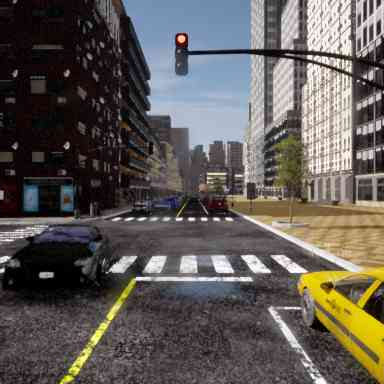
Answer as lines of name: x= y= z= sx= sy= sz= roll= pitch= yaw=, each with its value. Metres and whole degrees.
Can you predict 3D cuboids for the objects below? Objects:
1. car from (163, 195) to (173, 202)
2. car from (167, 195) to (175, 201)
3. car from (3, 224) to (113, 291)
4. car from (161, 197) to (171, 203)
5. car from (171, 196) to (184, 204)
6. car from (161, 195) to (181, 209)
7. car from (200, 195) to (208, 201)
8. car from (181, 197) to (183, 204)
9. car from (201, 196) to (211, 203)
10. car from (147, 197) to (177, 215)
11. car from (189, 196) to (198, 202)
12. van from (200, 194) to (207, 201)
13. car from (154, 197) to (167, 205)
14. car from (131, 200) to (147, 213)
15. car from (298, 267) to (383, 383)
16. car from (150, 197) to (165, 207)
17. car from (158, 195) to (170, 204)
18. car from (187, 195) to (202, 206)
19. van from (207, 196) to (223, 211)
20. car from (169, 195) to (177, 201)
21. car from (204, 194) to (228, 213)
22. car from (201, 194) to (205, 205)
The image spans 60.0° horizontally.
car: x=-5.376 y=1.507 z=75.117 sx=1.967 sy=1.590 sz=4.097 roll=0 pitch=0 yaw=0
car: x=-5.329 y=1.613 z=86.000 sx=1.752 sy=1.417 sz=4.829 roll=0 pitch=0 yaw=0
car: x=-3.289 y=1.572 z=8.943 sx=1.994 sy=1.385 sz=4.181 roll=0 pitch=-1 yaw=-7
car: x=-5.399 y=1.639 z=69.591 sx=1.802 sy=1.307 sz=4.206 roll=0 pitch=0 yaw=0
car: x=-2.729 y=1.540 z=63.999 sx=2.128 sy=1.511 sz=4.902 roll=0 pitch=0 yaw=0
car: x=-2.901 y=1.497 z=43.941 sx=1.882 sy=1.535 sz=5.008 roll=0 pitch=0 yaw=0
car: x=3.053 y=1.614 z=86.304 sx=1.752 sy=1.417 sz=4.829 roll=0 pitch=0 yaw=0
car: x=-2.841 y=1.536 z=53.754 sx=1.837 sy=1.490 sz=4.892 roll=0 pitch=0 yaw=1
car: x=2.981 y=1.602 z=69.555 sx=1.887 sy=1.381 sz=4.507 roll=0 pitch=0 yaw=0
car: x=-2.953 y=1.558 z=34.122 sx=2.033 sy=1.411 sz=5.357 roll=0 pitch=0 yaw=0
car: x=0.324 y=1.621 z=75.777 sx=1.994 sy=1.385 sz=4.181 roll=0 pitch=0 yaw=0
van: x=3.074 y=1.441 z=91.660 sx=1.690 sy=1.788 sz=3.998 roll=0 pitch=0 yaw=0
car: x=-5.446 y=1.584 z=58.536 sx=1.887 sy=1.381 sz=4.507 roll=0 pitch=0 yaw=0
car: x=-5.539 y=1.563 z=36.431 sx=2.008 sy=1.369 sz=4.403 roll=0 pitch=0 yaw=0
car: x=2.703 y=1.525 z=4.153 sx=1.752 sy=1.417 sz=4.829 roll=0 pitch=0 yaw=0
car: x=-5.469 y=1.581 z=53.010 sx=2.008 sy=1.369 sz=4.403 roll=0 pitch=0 yaw=0
car: x=-5.423 y=1.488 z=64.064 sx=1.967 sy=1.590 sz=4.097 roll=0 pitch=0 yaw=0
car: x=0.332 y=1.540 z=54.764 sx=1.837 sy=1.490 sz=4.892 roll=0 pitch=0 yaw=0
van: x=2.863 y=1.358 z=41.921 sx=1.690 sy=1.788 sz=3.998 roll=0 pitch=0 yaw=0
car: x=-5.305 y=1.644 z=91.696 sx=1.887 sy=1.381 sz=4.507 roll=0 pitch=0 yaw=0
car: x=2.839 y=1.327 z=36.395 sx=2.192 sy=1.841 sz=5.009 roll=0 pitch=0 yaw=0
car: x=2.933 y=1.354 z=58.501 sx=2.192 sy=1.841 sz=5.009 roll=0 pitch=0 yaw=0
